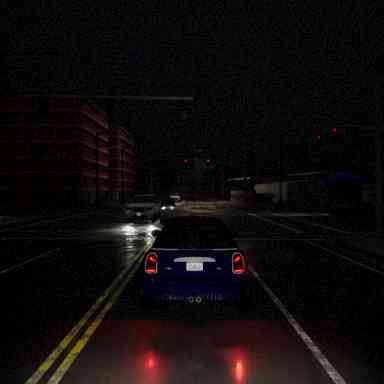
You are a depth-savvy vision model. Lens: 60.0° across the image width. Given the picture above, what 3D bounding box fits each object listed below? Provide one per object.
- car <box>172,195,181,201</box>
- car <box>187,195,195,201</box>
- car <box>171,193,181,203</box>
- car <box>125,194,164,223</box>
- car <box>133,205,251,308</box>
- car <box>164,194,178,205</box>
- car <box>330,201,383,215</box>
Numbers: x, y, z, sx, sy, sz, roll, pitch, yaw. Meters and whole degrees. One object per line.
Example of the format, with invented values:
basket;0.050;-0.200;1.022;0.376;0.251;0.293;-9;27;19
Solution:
car;-3.689;1.540;81.305;2.033;1.411;5.357;0;0;0
car;-0.189;1.500;81.242;1.837;1.490;4.892;0;0;0
car;-3.661;1.221;69.378;2.150;2.045;5.566;0;0;0
car;-3.654;1.186;25.639;2.150;2.045;5.566;0;0;0
car;0.056;1.352;8.074;2.097;1.767;4.553;0;0;0
car;-3.719;1.547;53.458;2.033;1.411;5.357;0;0;0
car;16.390;1.601;33.161;4.718;1.301;1.895;0;0;0
